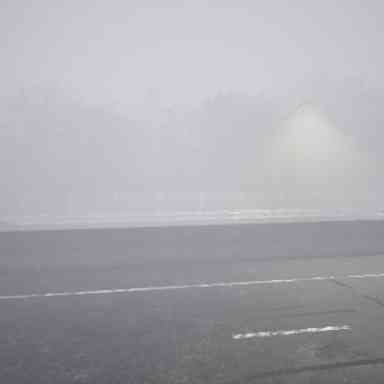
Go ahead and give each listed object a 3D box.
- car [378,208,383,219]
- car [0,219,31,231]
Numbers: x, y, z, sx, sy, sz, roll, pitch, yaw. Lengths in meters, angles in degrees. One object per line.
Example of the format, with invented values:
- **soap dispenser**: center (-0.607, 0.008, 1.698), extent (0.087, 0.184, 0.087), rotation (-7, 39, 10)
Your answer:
- **car**: center (20.764, 1.820, 31.834), extent (5.566, 2.045, 2.150), rotation (-1, -2, -9)
- **car**: center (-14.069, 2.579, 22.825), extent (5.357, 1.411, 2.033), rotation (-1, -2, -9)
